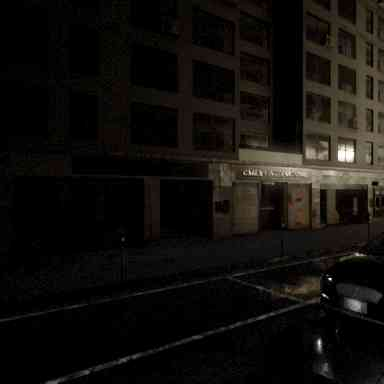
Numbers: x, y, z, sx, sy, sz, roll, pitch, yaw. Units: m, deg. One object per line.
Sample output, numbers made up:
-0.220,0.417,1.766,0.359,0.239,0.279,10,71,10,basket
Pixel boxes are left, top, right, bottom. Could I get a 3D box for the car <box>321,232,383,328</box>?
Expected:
4.527,1.490,6.571,4.902,1.511,2.128,0,0,-35,car
